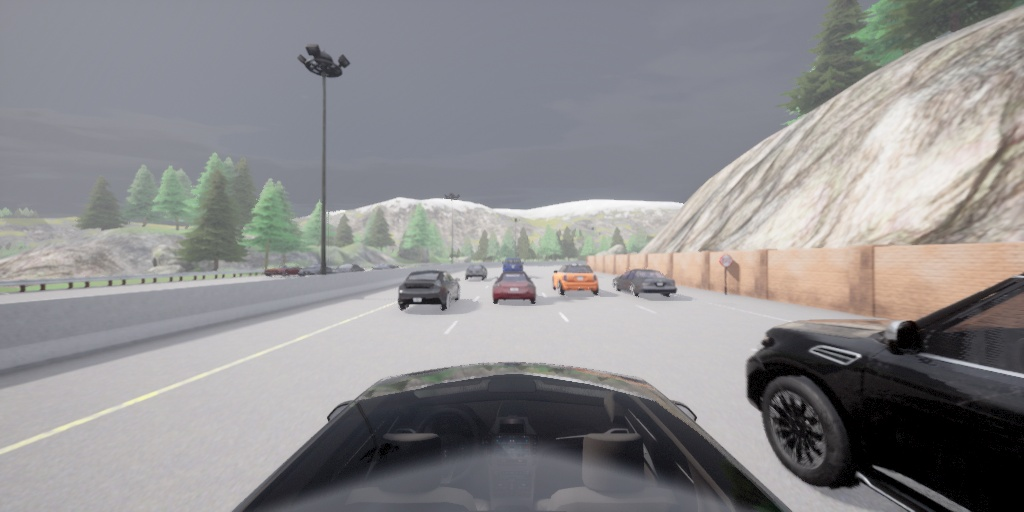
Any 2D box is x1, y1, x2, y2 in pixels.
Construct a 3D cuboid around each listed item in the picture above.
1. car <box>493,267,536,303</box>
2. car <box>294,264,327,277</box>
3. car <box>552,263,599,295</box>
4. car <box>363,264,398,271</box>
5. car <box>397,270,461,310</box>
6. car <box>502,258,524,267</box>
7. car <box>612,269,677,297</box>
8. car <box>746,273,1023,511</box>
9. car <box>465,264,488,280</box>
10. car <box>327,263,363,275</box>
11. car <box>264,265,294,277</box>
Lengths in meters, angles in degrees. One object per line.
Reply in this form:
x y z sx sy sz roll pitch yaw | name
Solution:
0.102 1.422 17.463 1.994 1.385 4.181 0 0 0 | car
-21.080 1.569 38.757 1.994 1.385 4.181 0 0 0 | car
3.604 1.235 21.063 2.097 1.767 4.553 0 0 0 | car
-14.096 1.558 39.624 2.033 1.411 5.357 0 0 0 | car
-3.398 1.348 15.315 1.837 1.490 4.892 0 0 0 | car
0.107 1.225 38.796 2.150 2.045 5.566 0 0 0 | car
7.104 1.420 19.719 2.033 1.411 5.357 0 0 0 | car
3.600 0.971 1.477 2.150 2.045 5.566 0 0 0 | car
-3.394 1.524 34.743 2.033 1.411 5.357 0 0 0 | car
-17.580 1.530 38.666 1.812 1.442 4.674 0 0 0 | car
-24.583 1.607 38.929 1.895 1.301 4.718 0 0 0 | car
